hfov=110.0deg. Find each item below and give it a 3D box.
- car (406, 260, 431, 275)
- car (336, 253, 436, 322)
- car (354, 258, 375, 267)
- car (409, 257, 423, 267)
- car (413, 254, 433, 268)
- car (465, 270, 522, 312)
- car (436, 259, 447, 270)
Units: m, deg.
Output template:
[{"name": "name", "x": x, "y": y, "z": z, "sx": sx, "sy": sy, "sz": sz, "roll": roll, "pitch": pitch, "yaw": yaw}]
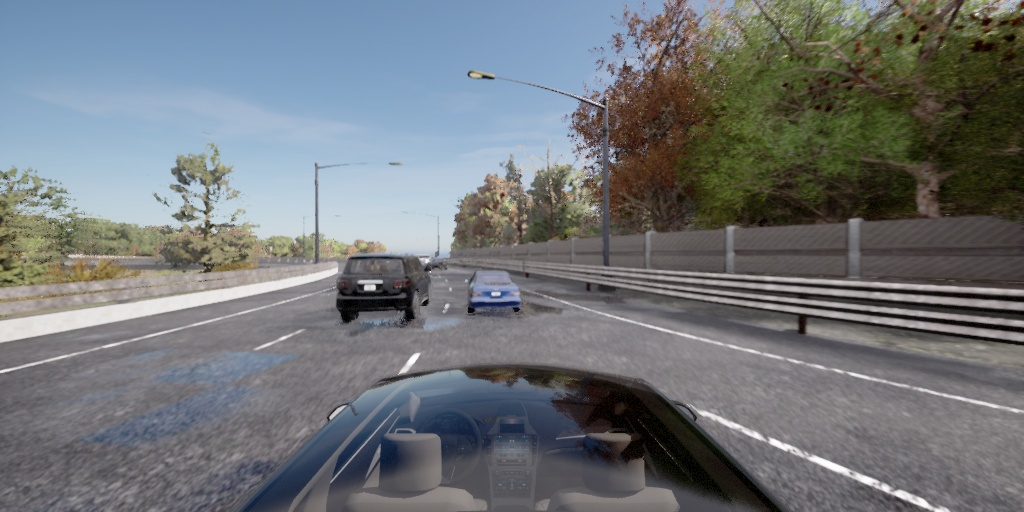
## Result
[{"name": "car", "x": -9.912, "y": 1.156, "z": 37.720, "sx": 2.033, "sy": 1.411, "sz": 5.357, "roll": 0, "pitch": 0, "yaw": -19}, {"name": "car", "x": -4.135, "y": 0.935, "z": 12.386, "sx": 2.150, "sy": 2.045, "sz": 5.566, "roll": 0, "pitch": 0, "yaw": -6}, {"name": "car", "x": -24.548, "y": 1.052, "z": 59.385, "sx": 2.128, "sy": 1.511, "sz": 4.902, "roll": 0, "pitch": 0, "yaw": -36}, {"name": "car", "x": -16.854, "y": 0.990, "z": 62.637, "sx": 1.882, "sy": 1.535, "sz": 5.008, "roll": 0, "pitch": 0, "yaw": -20}, {"name": "car", "x": -13.939, "y": 0.755, "z": 55.805, "sx": 2.150, "sy": 2.045, "sz": 5.566, "roll": 0, "pitch": 0, "yaw": -24}, {"name": "car", "x": -0.823, "y": 1.239, "z": 13.873, "sx": 2.033, "sy": 1.411, "sz": 5.357, "roll": 0, "pitch": 0, "yaw": -7}, {"name": "car", "x": -9.719, "y": 1.069, "z": 46.282, "sx": 1.837, "sy": 1.490, "sz": 4.892, "roll": 0, "pitch": 0, "yaw": -23}]
